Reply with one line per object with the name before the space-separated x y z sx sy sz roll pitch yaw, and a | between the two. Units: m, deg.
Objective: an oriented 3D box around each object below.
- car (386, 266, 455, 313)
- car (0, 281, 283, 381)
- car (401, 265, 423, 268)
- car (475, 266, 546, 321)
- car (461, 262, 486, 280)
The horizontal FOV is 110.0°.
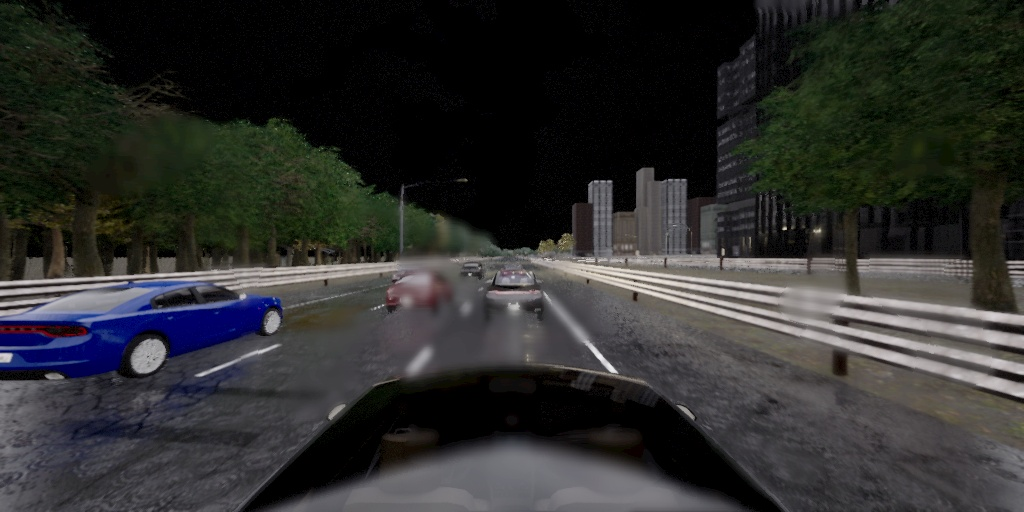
car | -3.403 1.293 13.882 1.812 1.442 4.674 0 0 0
car | -6.901 1.235 7.328 1.882 1.535 5.008 0 0 0
car | -6.899 1.331 25.387 2.033 1.411 5.357 0 0 0
car | 0.096 1.257 12.471 2.128 1.511 4.902 0 0 0
car | -3.404 1.298 32.021 1.837 1.490 4.892 0 0 0
